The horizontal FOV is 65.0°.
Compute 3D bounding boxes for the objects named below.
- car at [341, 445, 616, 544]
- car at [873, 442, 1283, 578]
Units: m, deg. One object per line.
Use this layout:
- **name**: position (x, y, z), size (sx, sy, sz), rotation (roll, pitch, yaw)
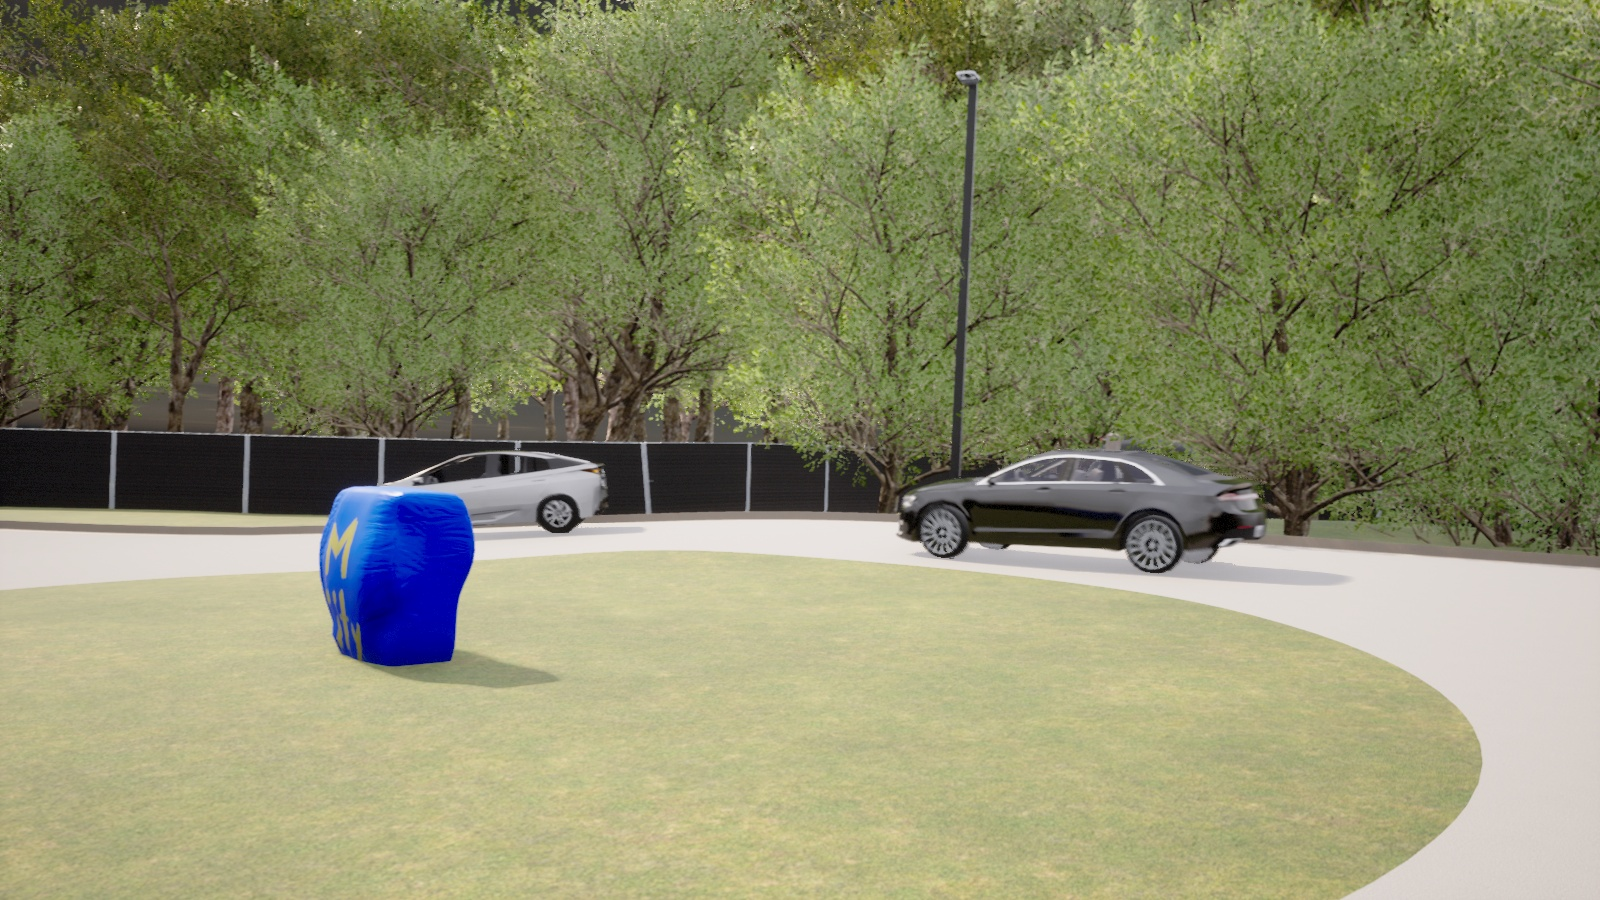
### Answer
- **car**: position (-5.702, 0.768, 22.797), size (4.514, 1.525, 2.007), rotation (-2, 0, -5)
- **car**: position (3.635, 0.684, 16.801), size (4.902, 1.511, 2.128), rotation (1, 1, 34)
